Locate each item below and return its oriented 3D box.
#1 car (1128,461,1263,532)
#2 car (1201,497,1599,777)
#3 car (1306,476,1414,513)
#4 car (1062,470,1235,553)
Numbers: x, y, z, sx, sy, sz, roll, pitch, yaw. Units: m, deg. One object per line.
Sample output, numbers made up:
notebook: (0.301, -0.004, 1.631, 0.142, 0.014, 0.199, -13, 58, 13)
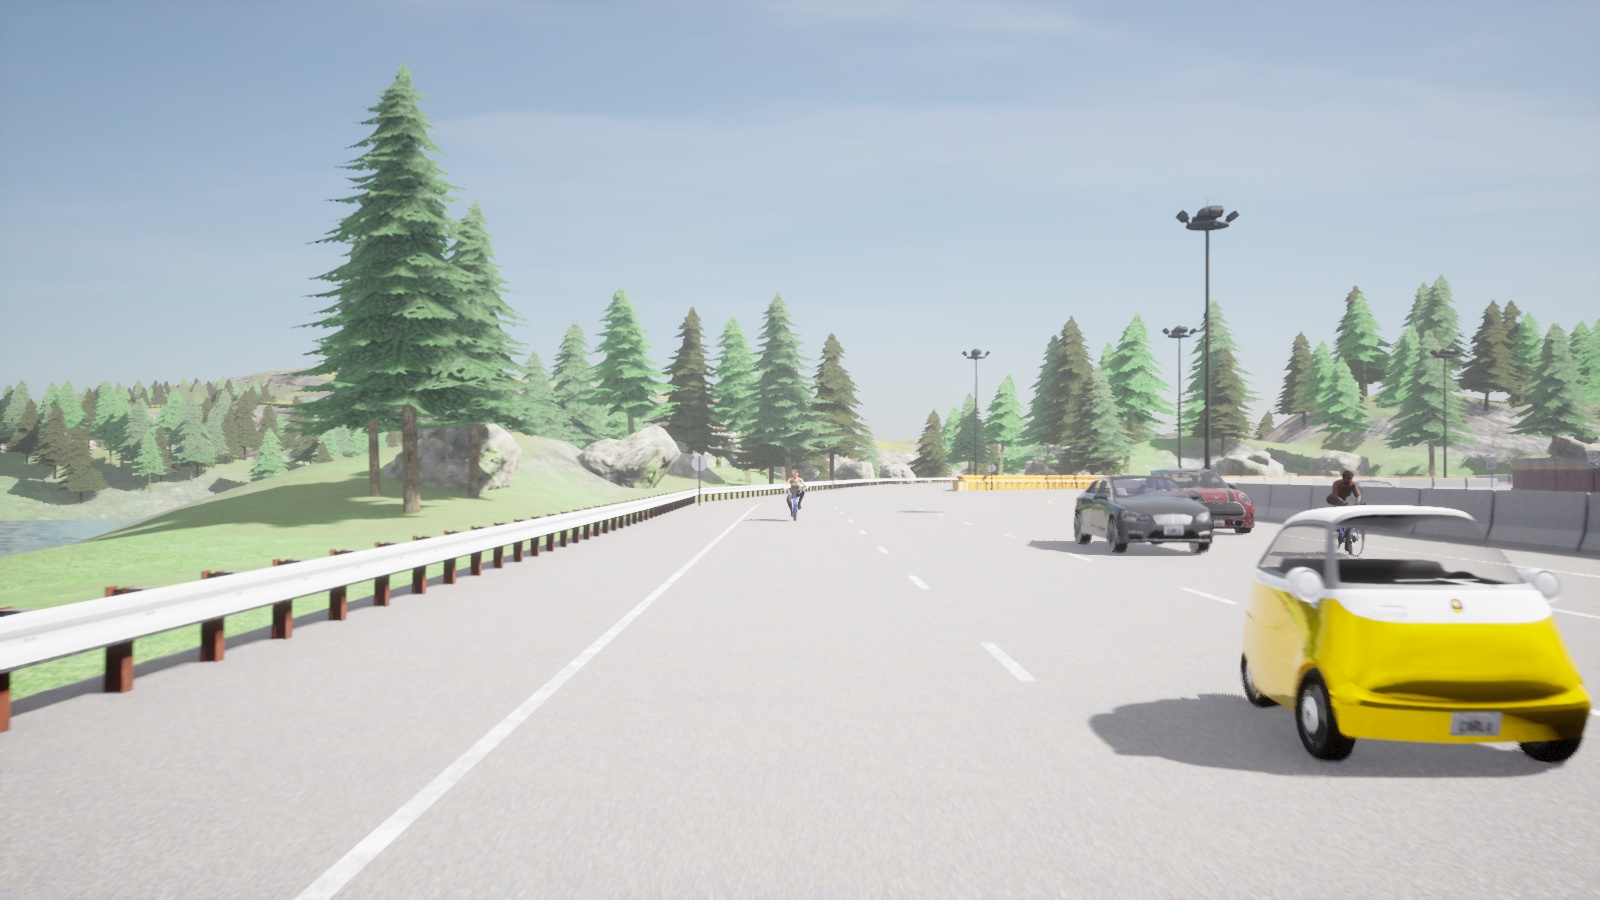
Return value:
car: (10.374, 1.189, 33.334, 2.097, 1.767, 4.553, 0, -1, 0)
car: (3.476, 0.979, 7.436, 1.481, 1.376, 2.207, 0, -1, 0)
car: (20.824, 1.617, 46.950, 1.895, 1.301, 4.718, 0, -1, 0)
car: (6.900, 1.169, 25.475, 2.128, 1.511, 4.902, 0, -1, 0)
